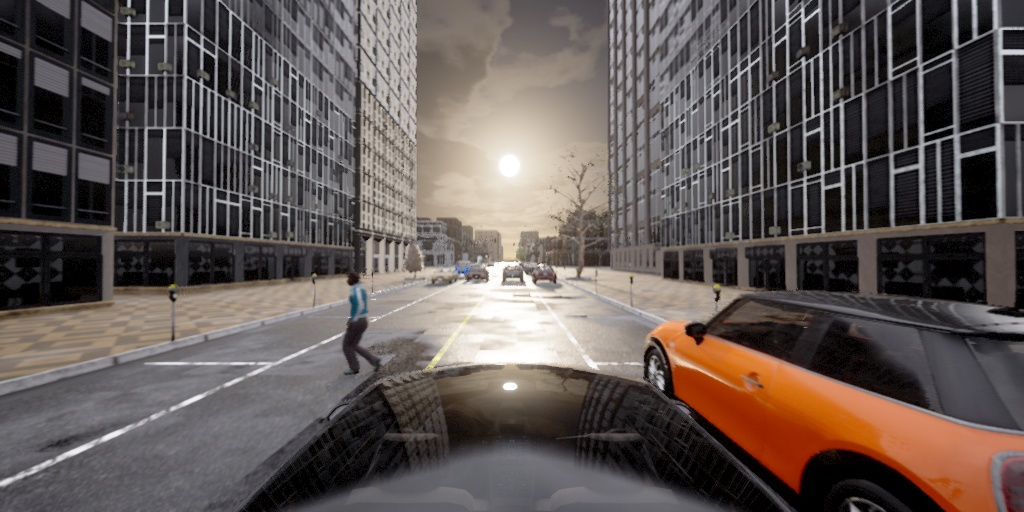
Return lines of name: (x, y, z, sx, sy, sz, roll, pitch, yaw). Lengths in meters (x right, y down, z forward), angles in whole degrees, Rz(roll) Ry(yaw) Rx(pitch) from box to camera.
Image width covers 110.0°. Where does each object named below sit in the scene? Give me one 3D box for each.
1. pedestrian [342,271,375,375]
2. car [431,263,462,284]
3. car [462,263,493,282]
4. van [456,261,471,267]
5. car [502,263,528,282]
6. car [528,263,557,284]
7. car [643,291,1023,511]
pedestrian: (-2.668, 1.087, 6.155, 0.375, 1.860, 0.375, 0, -1, -2)
car: (-5.687, 1.564, 30.607, 1.751, 1.417, 4.829, 0, 0, 0)
car: (-3.095, 1.626, 33.149, 1.994, 1.385, 4.181, 0, -1, 0)
van: (-5.685, 1.491, 42.162, 1.690, 1.789, 3.998, 0, 0, 0)
car: (0.094, 1.551, 33.302, 2.128, 1.511, 4.902, 0, -1, 0)
car: (2.694, 1.478, 30.761, 1.967, 1.591, 4.097, 0, 0, 0)
car: (2.999, 1.119, 3.540, 2.097, 1.767, 4.553, 0, -1, 0)
